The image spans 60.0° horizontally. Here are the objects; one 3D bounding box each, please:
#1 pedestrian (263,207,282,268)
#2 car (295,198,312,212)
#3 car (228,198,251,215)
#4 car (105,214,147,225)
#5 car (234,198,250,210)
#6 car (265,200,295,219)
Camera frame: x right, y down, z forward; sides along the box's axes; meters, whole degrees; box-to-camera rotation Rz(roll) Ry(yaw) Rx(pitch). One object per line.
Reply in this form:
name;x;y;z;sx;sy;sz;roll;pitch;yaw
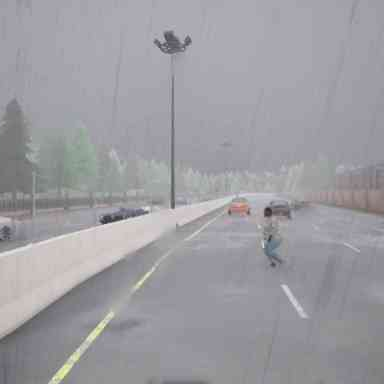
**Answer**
pedestrian;2.349;1.294;9.717;0.375;1.860;0.375;0;0;7
car;12.986;1.504;39.601;1.837;1.490;4.892;0;0;10
car;4.914;1.352;34.211;2.097;1.767;4.553;0;0;10
car;-4.465;1.601;22.465;1.895;1.301;4.718;0;0;10
car;6.633;1.564;44.085;1.994;1.385;4.181;0;0;10
car;7.661;1.504;29.559;1.837;1.490;4.892;0;0;10
